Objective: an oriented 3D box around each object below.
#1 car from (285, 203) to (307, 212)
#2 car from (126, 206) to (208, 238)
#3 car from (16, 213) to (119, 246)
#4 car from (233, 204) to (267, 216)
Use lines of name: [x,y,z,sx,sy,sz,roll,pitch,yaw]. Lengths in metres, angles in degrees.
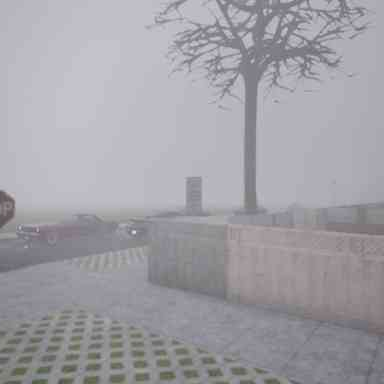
car: [14.062,2.201,44.861,1.994,1.385,4.181,0,-1,36]
car: [-1.378,1.726,18.173,1.837,1.490,4.892,0,-1,36]
car: [-6.021,1.752,16.524,1.895,1.301,4.718,0,-1,35]
car: [5.894,1.919,33.402,1.882,1.535,5.008,0,-1,35]
